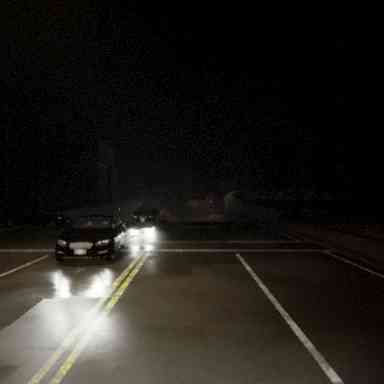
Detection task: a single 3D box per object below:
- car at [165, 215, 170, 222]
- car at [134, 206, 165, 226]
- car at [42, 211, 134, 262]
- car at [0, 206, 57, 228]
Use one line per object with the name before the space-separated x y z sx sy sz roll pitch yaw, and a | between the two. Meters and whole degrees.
car | -3.737 3.565 40.860 1.882 1.535 5.008 0 -10 0
car | -3.702 1.896 27.379 2.128 1.511 4.902 0 -1 0
car | -3.613 1.599 12.638 2.128 1.511 4.902 0 -1 -5
car | -11.147 1.739 23.490 4.674 1.442 1.812 1 -1 -3
